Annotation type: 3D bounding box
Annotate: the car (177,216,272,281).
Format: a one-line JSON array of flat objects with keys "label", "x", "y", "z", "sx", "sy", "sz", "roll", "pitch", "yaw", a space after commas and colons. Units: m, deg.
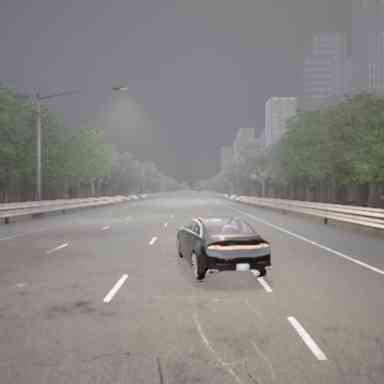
[{"label": "car", "x": 0.707, "y": 1.455, "z": 9.863, "sx": 2.128, "sy": 1.511, "sz": 4.902, "roll": 0, "pitch": 0, "yaw": -10}]
